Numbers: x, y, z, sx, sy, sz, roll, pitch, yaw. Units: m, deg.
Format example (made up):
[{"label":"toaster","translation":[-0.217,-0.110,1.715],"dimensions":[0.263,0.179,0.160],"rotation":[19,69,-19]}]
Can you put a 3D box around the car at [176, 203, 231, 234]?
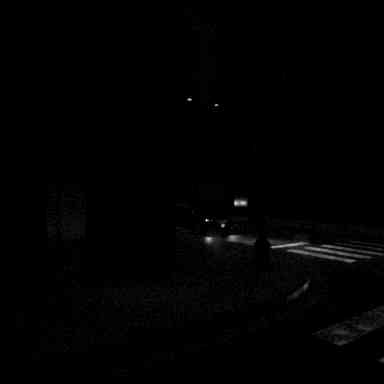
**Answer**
[{"label":"car","translation":[0.091,1.406,18.639],"dimensions":[2.128,1.511,4.902],"rotation":[0,0,-37]}]
